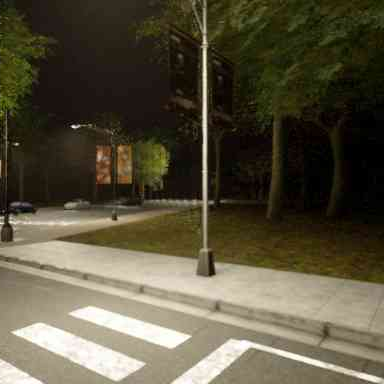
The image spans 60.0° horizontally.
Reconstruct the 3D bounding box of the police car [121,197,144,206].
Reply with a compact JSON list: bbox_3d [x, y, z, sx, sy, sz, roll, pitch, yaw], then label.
[{"bbox_3d":[-10.151,1.660,58.545,1.930,1.638,5.238,0,0,12],"label":"police car"}]

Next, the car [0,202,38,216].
[{"bbox_3d":[-18.525,1.782,35.551,1.994,1.385,4.181,0,0,13],"label":"car"}]

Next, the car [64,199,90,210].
[{"bbox_3d":[-16.098,1.756,46.779,1.812,1.442,4.674,0,0,12],"label":"car"}]

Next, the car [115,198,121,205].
[{"bbox_3d":[-12.927,1.775,61.243,1.812,1.442,4.674,0,0,13],"label":"car"}]
